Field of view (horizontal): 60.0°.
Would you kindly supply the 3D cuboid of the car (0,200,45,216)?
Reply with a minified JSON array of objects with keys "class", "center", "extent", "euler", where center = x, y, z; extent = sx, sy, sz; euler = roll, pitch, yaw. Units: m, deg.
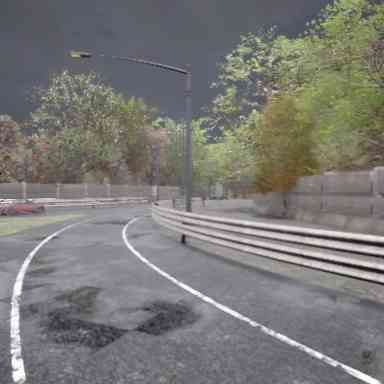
[{"class":"car","center":[-16.407,1.482,31.830],"extent":[4.181,1.385,1.994],"euler":[0,0,-42]}]
